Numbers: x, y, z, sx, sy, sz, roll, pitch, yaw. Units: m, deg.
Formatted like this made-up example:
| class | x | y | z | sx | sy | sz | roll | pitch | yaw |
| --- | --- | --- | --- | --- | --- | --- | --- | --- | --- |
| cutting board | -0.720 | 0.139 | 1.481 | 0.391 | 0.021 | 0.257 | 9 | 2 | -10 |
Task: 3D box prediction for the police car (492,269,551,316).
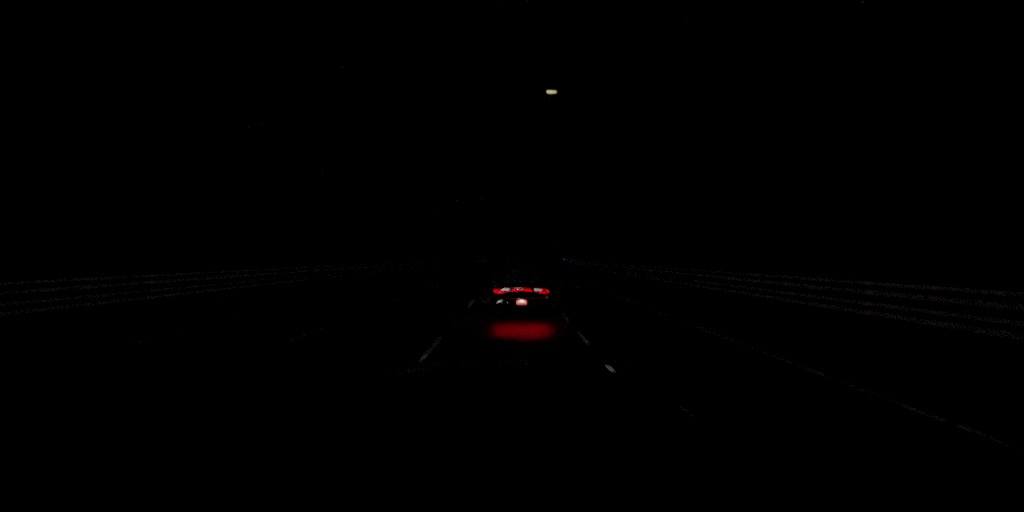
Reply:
| class | x | y | z | sx | sy | sz | roll | pitch | yaw |
| --- | --- | --- | --- | --- | --- | --- | --- | --- | --- |
| police car | 0.246 | 1.294 | 13.680 | 2.038 | 1.542 | 4.974 | 0 | 0 | -1 |
